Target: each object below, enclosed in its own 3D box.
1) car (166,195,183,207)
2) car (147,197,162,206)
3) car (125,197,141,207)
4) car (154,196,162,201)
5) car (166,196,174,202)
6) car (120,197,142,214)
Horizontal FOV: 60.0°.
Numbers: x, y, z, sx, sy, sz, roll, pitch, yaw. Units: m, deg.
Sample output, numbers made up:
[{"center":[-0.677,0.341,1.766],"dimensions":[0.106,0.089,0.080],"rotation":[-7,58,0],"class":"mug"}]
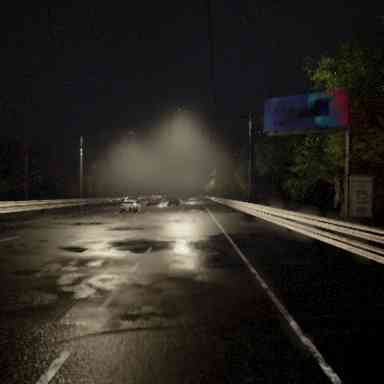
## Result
[{"center":[-3.016,1.696,56.535],"dimensions":[1.837,1.490,4.892],"rotation":[1,0,1],"class":"car"},{"center":[-6.511,1.704,56.611],"dimensions":[2.033,1.411,5.357],"rotation":[1,0,1],"class":"car"},{"center":[-10.009,1.630,56.724],"dimensions":[1.837,1.490,4.892],"rotation":[1,0,1],"class":"car"},{"center":[-9.656,1.950,94.466],"dimensions":[1.895,1.301,4.718],"rotation":[1,0,1],"class":"car"},{"center":[-6.175,1.853,92.378],"dimensions":[1.882,1.535,5.008],"rotation":[1,0,1],"class":"car"},{"center":[-6.698,1.593,36.841],"dimensions":[1.812,1.442,4.674],"rotation":[1,0,1],"class":"car"}]
